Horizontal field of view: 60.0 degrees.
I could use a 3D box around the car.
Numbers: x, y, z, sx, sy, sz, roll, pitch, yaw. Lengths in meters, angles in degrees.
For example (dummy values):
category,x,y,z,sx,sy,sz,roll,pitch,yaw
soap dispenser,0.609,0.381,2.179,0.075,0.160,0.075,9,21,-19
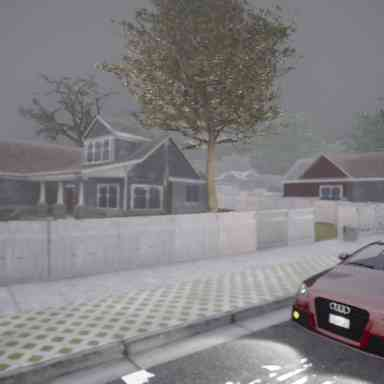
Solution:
category,x,y,z,sx,sy,sz,roll,pitch,yaw
car,3.626,1.569,5.657,4.181,1.385,1.994,0,0,-35
